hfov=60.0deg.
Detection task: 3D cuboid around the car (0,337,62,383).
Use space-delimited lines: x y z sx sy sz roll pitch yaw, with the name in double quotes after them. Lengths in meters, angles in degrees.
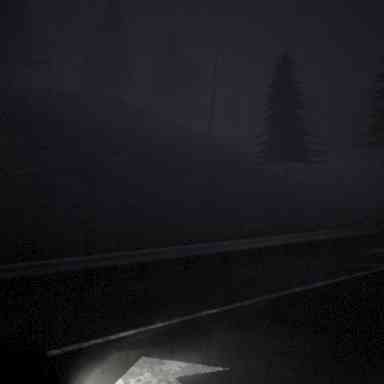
-3.287 1.544 1.368 5.357 1.411 2.033 0 0 -36 "car"
